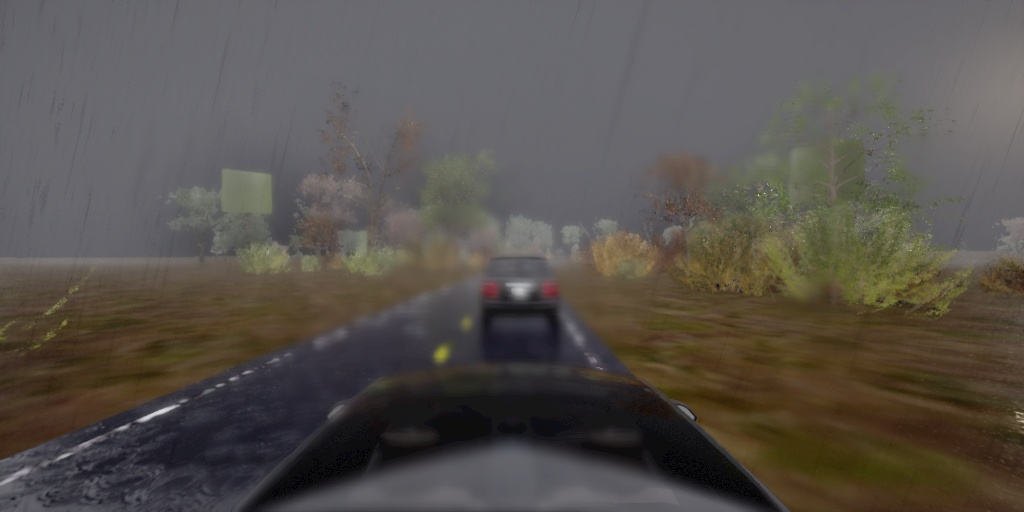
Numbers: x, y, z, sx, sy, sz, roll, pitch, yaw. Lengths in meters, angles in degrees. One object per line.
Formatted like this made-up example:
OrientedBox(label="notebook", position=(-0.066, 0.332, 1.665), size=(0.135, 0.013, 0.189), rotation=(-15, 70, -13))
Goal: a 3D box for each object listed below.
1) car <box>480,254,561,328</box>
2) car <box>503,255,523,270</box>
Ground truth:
OrientedBox(label="car", position=(0.260, 0.963, 11.535), size=(2.150, 2.045, 5.566), rotation=(0, 0, 1))
OrientedBox(label="car", position=(0.257, 0.934, 51.284), size=(2.150, 2.045, 5.566), rotation=(0, 0, 7))
